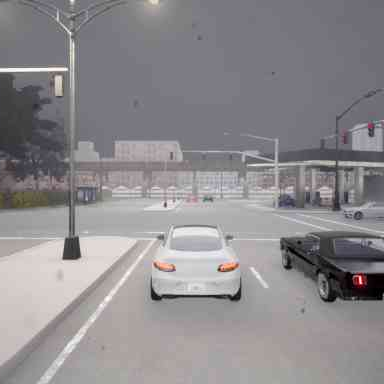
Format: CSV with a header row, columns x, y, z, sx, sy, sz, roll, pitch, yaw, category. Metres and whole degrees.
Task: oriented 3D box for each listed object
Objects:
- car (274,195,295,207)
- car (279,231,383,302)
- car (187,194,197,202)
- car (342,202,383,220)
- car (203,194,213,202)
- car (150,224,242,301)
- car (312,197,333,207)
x,y,z,sx,sy,sz,roll,pitch,yaw,category
13.210,1.262,47.737,2.242,1.667,4.611,0,0,0,car
3.587,1.599,8.178,1.895,1.301,4.718,0,0,0,car
-0.001,1.250,72.381,2.097,1.767,4.553,0,0,0,car
14.887,1.523,27.554,4.674,1.442,1.812,0,0,-1,car
3.499,1.257,72.381,2.097,1.767,4.553,0,0,0,car
0.082,1.517,8.194,1.812,1.442,4.674,0,0,0,car
18.955,1.434,48.500,1.970,1.475,3.806,0,0,0,car
